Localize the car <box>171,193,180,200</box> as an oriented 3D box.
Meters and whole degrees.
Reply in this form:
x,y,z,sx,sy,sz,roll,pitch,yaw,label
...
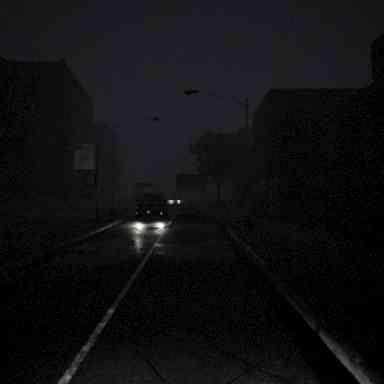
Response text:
x,y,z,sx,sy,sz,roll,pitch,yaw,label
-3.350,0.929,68.176,1.895,1.301,4.718,0,1,0,car

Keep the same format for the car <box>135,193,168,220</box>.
x,y,z,sx,sy,sz,roll,pitch,yaw,label
-3.154,1.087,26.821,2.150,2.045,5.566,0,0,0,car

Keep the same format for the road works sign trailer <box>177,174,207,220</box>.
x,y,z,sx,sy,sz,roll,pitch,yaw,label
-0.023,0.331,26.618,2.380,3.560,2.880,0,0,0,road works sign trailer
